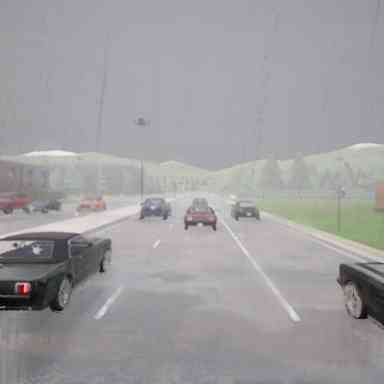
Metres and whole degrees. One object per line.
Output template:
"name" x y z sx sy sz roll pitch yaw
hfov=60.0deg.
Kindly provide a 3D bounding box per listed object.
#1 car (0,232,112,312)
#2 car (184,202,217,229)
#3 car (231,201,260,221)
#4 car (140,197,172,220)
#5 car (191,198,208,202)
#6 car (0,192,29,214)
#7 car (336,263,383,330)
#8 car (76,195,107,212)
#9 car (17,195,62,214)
"car" -3.254 1.560 7.580 1.895 1.301 4.718 0 0 1
"car" 0.511 1.508 20.644 1.895 1.301 4.718 0 0 1
"car" 4.121 1.414 26.055 1.812 1.442 4.674 0 0 1
"car" -2.849 1.224 26.954 2.097 1.767 4.553 0 0 1
"car" 0.911 1.373 38.681 2.033 1.411 5.357 0 0 1
"car" -17.869 1.043 32.493 2.150 2.045 5.566 0 0 2
"car" 3.687 1.587 4.296 1.895 1.301 4.718 0 0 1
"car" -10.757 1.168 35.841 2.097 1.767 4.553 0 0 1
"car" -14.374 1.319 32.363 2.128 1.511 4.902 0 0 2
